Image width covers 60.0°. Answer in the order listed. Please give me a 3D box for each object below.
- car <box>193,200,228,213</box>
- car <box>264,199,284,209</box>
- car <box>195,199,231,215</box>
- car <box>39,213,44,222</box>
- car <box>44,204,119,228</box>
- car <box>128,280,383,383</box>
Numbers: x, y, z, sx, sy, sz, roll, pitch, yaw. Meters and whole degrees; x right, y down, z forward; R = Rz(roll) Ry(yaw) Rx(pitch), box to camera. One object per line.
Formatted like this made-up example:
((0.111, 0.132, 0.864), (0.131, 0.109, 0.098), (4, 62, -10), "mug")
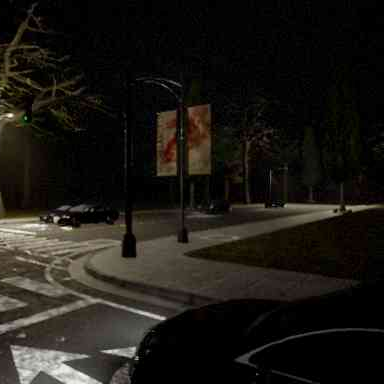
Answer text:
((2.539, 1.816, 43.314), (2.033, 1.411, 5.357), (0, 0, 35), "car")
((13.060, 1.933, 52.494), (1.837, 1.490, 4.892), (0, -1, 35), "car")
((2.560, 1.588, 37.692), (2.097, 1.767, 4.553), (0, 0, 35), "car")
((-9.627, 1.718, 26.002), (1.994, 1.385, 4.181), (0, 0, 36), "car")
((-7.413, 1.635, 23.485), (2.128, 1.511, 4.902), (0, 0, 35), "car")
((1.612, 1.505, 2.527), (4.892, 1.490, 1.837), (0, 0, 36), "car")
